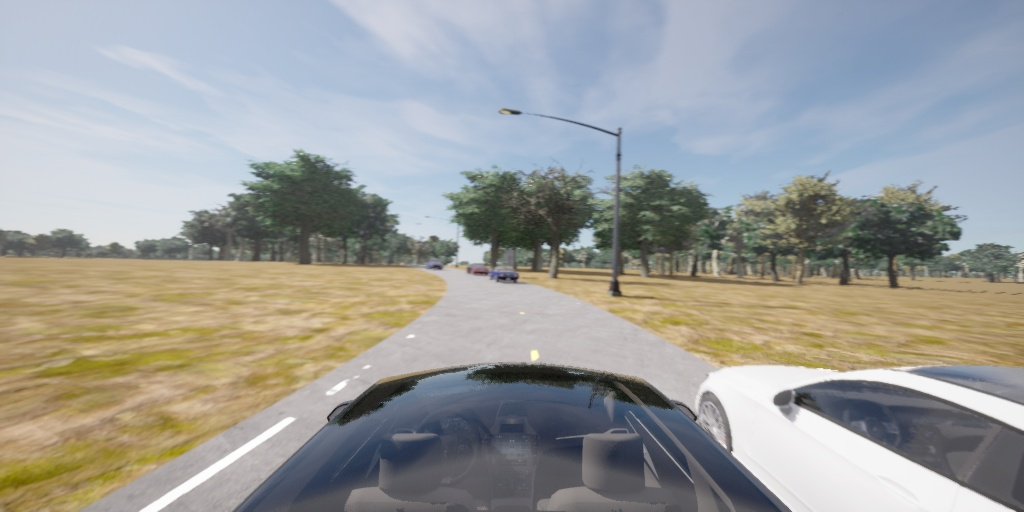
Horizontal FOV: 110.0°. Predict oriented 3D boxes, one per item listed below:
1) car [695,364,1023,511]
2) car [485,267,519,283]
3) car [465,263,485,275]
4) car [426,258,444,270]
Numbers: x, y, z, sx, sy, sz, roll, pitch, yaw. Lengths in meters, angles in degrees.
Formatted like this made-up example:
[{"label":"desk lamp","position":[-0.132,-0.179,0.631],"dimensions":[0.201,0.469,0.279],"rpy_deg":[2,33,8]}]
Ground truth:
[{"label":"car","position":[2.768,1.349,1.961],"dimensions":[1.812,1.442,4.674],"rpy_deg":[1,-1,5]},{"label":"car","position":[-0.819,1.610,31.517],"dimensions":[1.895,1.301,4.718],"rpy_deg":[2,-1,-14]},{"label":"car","position":[-4.163,1.549,42.401],"dimensions":[1.994,1.385,4.181],"rpy_deg":[3,-1,-20]},{"label":"car","position":[-11.535,1.188,53.431],"dimensions":[2.097,1.767,4.553],"rpy_deg":[3,-1,-20]}]
